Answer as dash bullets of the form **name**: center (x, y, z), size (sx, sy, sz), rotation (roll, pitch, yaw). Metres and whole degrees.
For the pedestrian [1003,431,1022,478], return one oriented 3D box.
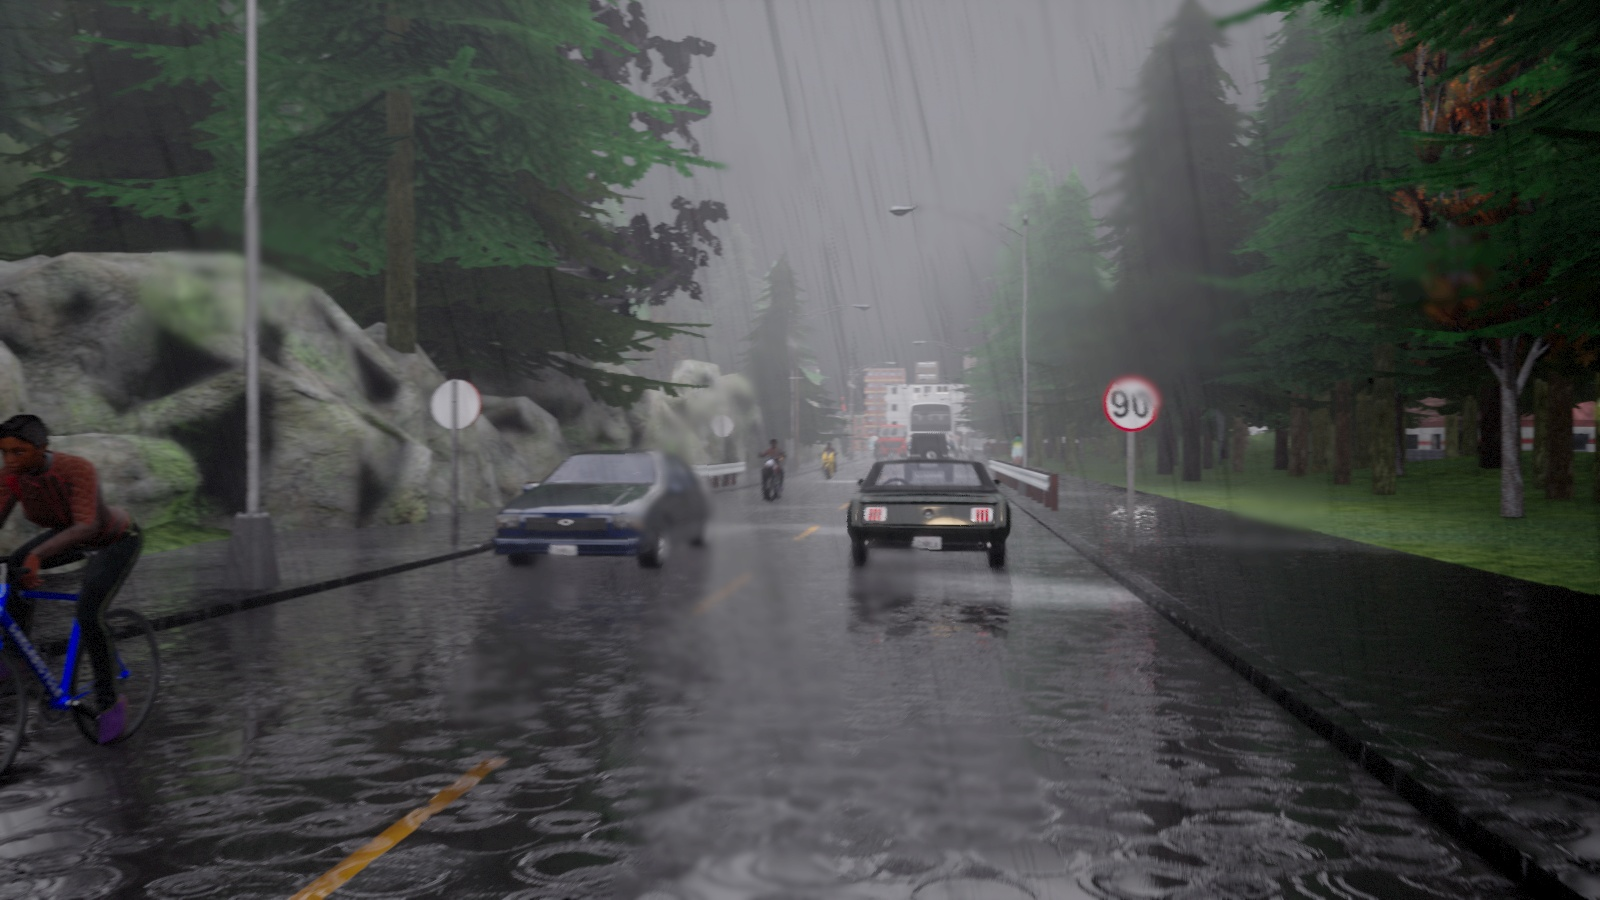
- **pedestrian**: center (8.887, 0.174, 52.438), size (0.659, 1.952, 0.873), rotation (0, 0, 19)

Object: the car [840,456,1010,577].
- **car**: center (1.628, 0.756, 16.467), size (1.895, 1.301, 4.718), rotation (0, 0, 6)

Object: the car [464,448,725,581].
- **car**: center (-2.405, 0.696, 16.326), size (2.033, 1.411, 5.357), rotation (0, 0, 6)

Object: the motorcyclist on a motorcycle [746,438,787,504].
- **motorcyclist on a motorcycle**: center (-0.837, 0.510, 32.251), size (0.766, 1.649, 2.350), rotation (0, 0, 6)

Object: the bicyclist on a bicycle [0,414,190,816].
- **bicyclist on a bicycle**: center (-3.464, 0.661, 5.563), size (0.582, 1.620, 1.656), rotation (0, 1, 6)

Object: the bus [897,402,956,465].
- **bus**: center (9.113, -1.128, 90.329), size (3.944, 4.253, 10.273), rotation (0, 0, 6)

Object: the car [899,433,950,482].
- **car**: center (4.948, 0.267, 49.836), size (1.905, 1.878, 3.866), rotation (0, 0, 6)

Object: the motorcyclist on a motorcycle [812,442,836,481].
- **motorcyclist on a motorcycle**: center (0.985, 0.442, 50.401), size (0.797, 1.523, 2.044), rotation (0, 0, 6)
